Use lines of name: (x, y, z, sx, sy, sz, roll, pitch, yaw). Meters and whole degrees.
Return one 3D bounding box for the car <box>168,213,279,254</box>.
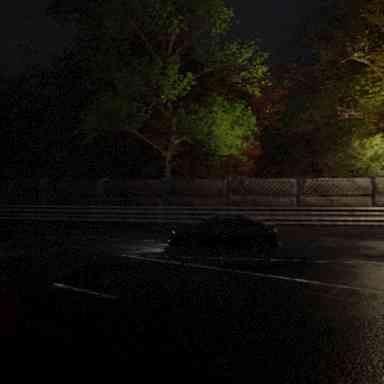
car: (1.210, 1.529, 12.881, 4.181, 1.385, 1.994, 0, 0, 10)
